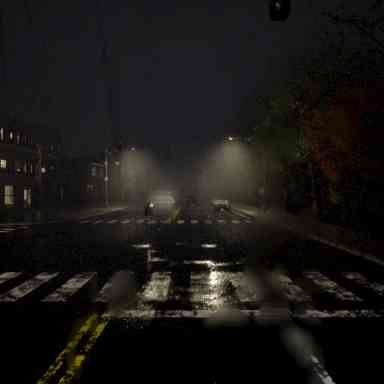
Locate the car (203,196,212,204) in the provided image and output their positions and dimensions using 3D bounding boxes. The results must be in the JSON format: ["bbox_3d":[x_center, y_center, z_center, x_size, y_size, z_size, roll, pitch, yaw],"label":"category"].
[{"bbox_3d":[3.117,1.468,64.340,2.128,1.511,4.902,0,0,0],"label":"car"}]

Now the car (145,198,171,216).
[{"bbox_3d":[-3.412,1.554,32.760,1.994,1.385,4.181,0,0,0],"label":"car"}]

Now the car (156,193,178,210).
[{"bbox_3d":[-3.429,1.206,43.161,2.150,2.045,5.566,0,0,0],"label":"car"}]

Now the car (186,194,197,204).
[{"bbox_3d":[-0.144,1.481,62.709,1.837,1.490,4.892,0,0,0],"label":"car"}]

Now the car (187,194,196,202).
[{"bbox_3d":[-0.167,1.280,73.127,1.882,1.535,5.008,0,0,0],"label":"car"}]

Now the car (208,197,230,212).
[{"bbox_3d":[3.263,1.588,38.455,1.895,1.301,4.718,0,0,0],"label":"car"}]

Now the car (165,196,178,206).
[{"bbox_3d":[-3.440,1.485,55.523,1.837,1.490,4.892,0,0,0],"label":"car"}]
